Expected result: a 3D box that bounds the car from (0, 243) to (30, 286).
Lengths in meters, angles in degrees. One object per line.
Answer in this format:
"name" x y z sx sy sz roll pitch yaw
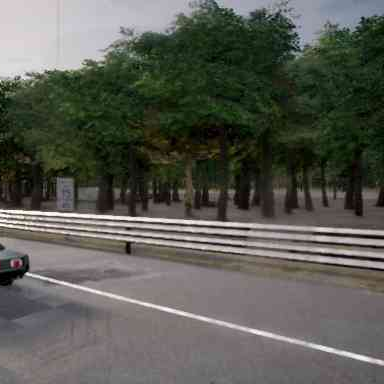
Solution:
"car" -6.144 1.645 8.268 4.718 1.301 1.895 0 0 35
